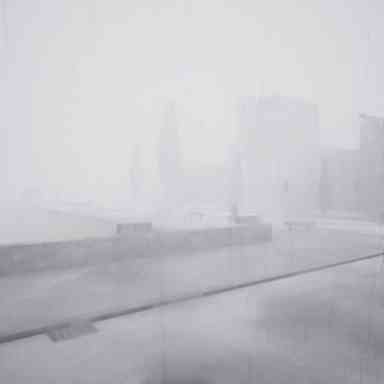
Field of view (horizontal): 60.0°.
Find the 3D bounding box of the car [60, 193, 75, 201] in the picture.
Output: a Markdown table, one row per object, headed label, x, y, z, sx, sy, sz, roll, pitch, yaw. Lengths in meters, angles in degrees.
| label | x | y | z | sx | sy | sz | roll | pitch | yaw |
| --- | --- | --- | --- | --- | --- | --- | --- | --- | --- |
| car | -31.919 | 1.570 | 86.242 | 1.895 | 1.301 | 4.718 | 0 | 0 | -36 |
